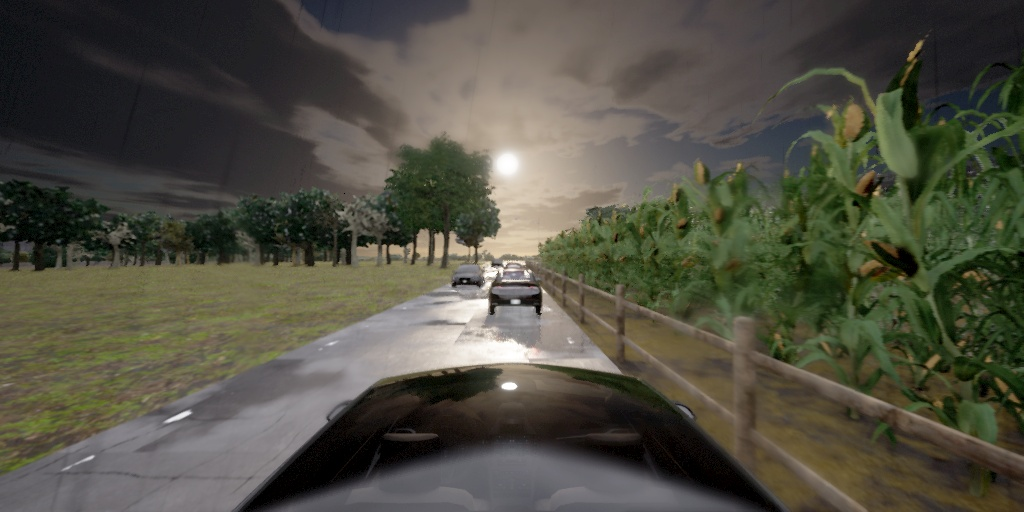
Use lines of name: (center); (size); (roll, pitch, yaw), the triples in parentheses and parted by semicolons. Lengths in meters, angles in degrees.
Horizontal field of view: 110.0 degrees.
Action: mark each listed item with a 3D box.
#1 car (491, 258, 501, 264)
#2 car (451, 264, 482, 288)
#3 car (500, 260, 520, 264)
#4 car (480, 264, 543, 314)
car: (-2.699, 1.217, 64.850); (2.097, 1.767, 4.553); (0, 0, 1)
car: (-2.819, 1.272, 23.837); (1.837, 1.490, 4.892); (0, 0, 0)
car: (0.134, 1.309, 31.211); (1.812, 1.442, 4.674); (0, 0, 0)
car: (0.118, 1.247, 13.861); (2.128, 1.511, 4.902); (0, 0, 0)
